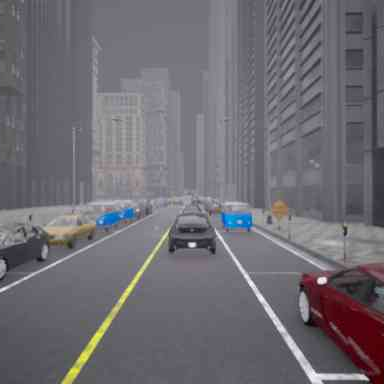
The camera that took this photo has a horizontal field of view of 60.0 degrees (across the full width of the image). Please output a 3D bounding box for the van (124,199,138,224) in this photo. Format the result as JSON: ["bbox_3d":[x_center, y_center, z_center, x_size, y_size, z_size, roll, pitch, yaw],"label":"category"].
[{"bbox_3d":[-5.752,1.595,26.876,1.690,1.788,3.998,0,-1,0],"label":"van"}]

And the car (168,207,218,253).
[{"bbox_3d":[0.011,1.643,14.298,1.837,1.490,4.892,0,0,0],"label":"car"}]

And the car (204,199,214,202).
[{"bbox_3d":[2.783,1.994,43.795,1.802,1.307,4.206,0,-1,0],"label":"car"}]

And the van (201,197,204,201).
[{"bbox_3d":[2.789,1.858,55.078,1.690,1.788,3.998,0,-1,0],"label":"van"}]

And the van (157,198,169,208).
[{"bbox_3d":[-5.734,1.910,60.721,1.690,1.788,3.998,0,-1,0],"label":"van"}]

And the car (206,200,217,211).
[{"bbox_3d":[2.780,1.941,38.155,1.802,1.307,4.206,0,-1,0],"label":"car"}]

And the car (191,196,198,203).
[{"bbox_3d":[0.726,2.098,95.408,2.150,2.045,5.566,0,-1,0],"label":"car"}]

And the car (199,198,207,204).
[{"bbox_3d":[2.808,2.379,88.919,2.008,1.369,4.403,0,-1,0],"label":"car"}]

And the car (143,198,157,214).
[{"bbox_3d":[-5.746,1.674,38.158,2.192,1.841,5.009,0,-1,0],"label":"car"}]

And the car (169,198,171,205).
[{"bbox_3d":[-5.730,2.166,66.359,1.887,1.381,4.507,0,-1,0],"label":"car"}]

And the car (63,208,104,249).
[{"bbox_3d":[-5.758,1.671,15.424,1.752,1.417,4.829,0,-1,0],"label":"car"}]

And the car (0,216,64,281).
[{"bbox_3d":[-5.760,1.645,9.953,2.008,1.369,4.403,0,-1,0],"label":"car"}]

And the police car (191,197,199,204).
[{"bbox_3d":[0.821,2.258,89.457,1.930,1.638,5.238,0,0,-2],"label":"police car"}]

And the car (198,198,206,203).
[{"bbox_3d":[2.811,2.444,94.559,1.947,1.339,4.313,0,0,0],"label":"car"}]

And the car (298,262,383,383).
[{"bbox_3d":[2.762,1.586,4.313,1.887,1.381,4.507,0,-1,0],"label":"car"}]

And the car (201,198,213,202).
[{"bbox_3d":[2.786,2.030,49.436,1.947,1.339,4.313,0,-1,0],"label":"car"}]

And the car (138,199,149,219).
[{"bbox_3d":[-5.749,1.746,32.516,1.967,1.590,4.097,0,-1,0],"label":"car"}]

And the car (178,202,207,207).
[{"bbox_3d":[0.020,1.841,29.313,1.994,1.385,4.181,0,-1,0],"label":"car"}]

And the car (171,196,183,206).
[{"bbox_3d":[-2.962,2.140,71.008,1.882,1.535,5.008,0,-1,0],"label":"car"}]

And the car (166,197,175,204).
[{"bbox_3d":[-5.718,2.268,88.922,1.967,1.590,4.097,0,-1,0],"label":"car"}]

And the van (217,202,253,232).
[{"bbox_3d":[2.770,1.542,21.236,1.690,1.788,3.998,0,-1,0],"label":"van"}]

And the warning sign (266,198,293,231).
[{"bbox_3d":[5.082,1.299,19.375,1.300,1.860,1.060,0,0,0],"label":"warning sign"}]

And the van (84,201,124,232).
[{"bbox_3d":[-5.755,1.542,21.236,1.690,1.788,3.998,0,-1,0],"label":"van"}]

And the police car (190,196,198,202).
[{"bbox_3d":[0.930,2.170,79.486,1.930,1.638,5.238,0,0,0],"label":"police car"}]

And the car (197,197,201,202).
[{"bbox_3d":[2.802,2.270,77.638,1.887,1.381,4.507,0,-1,0],"label":"car"}]

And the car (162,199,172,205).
[{"bbox_3d":[-5.724,2.291,77.640,1.947,1.339,4.313,0,-1,0],"label":"car"}]
